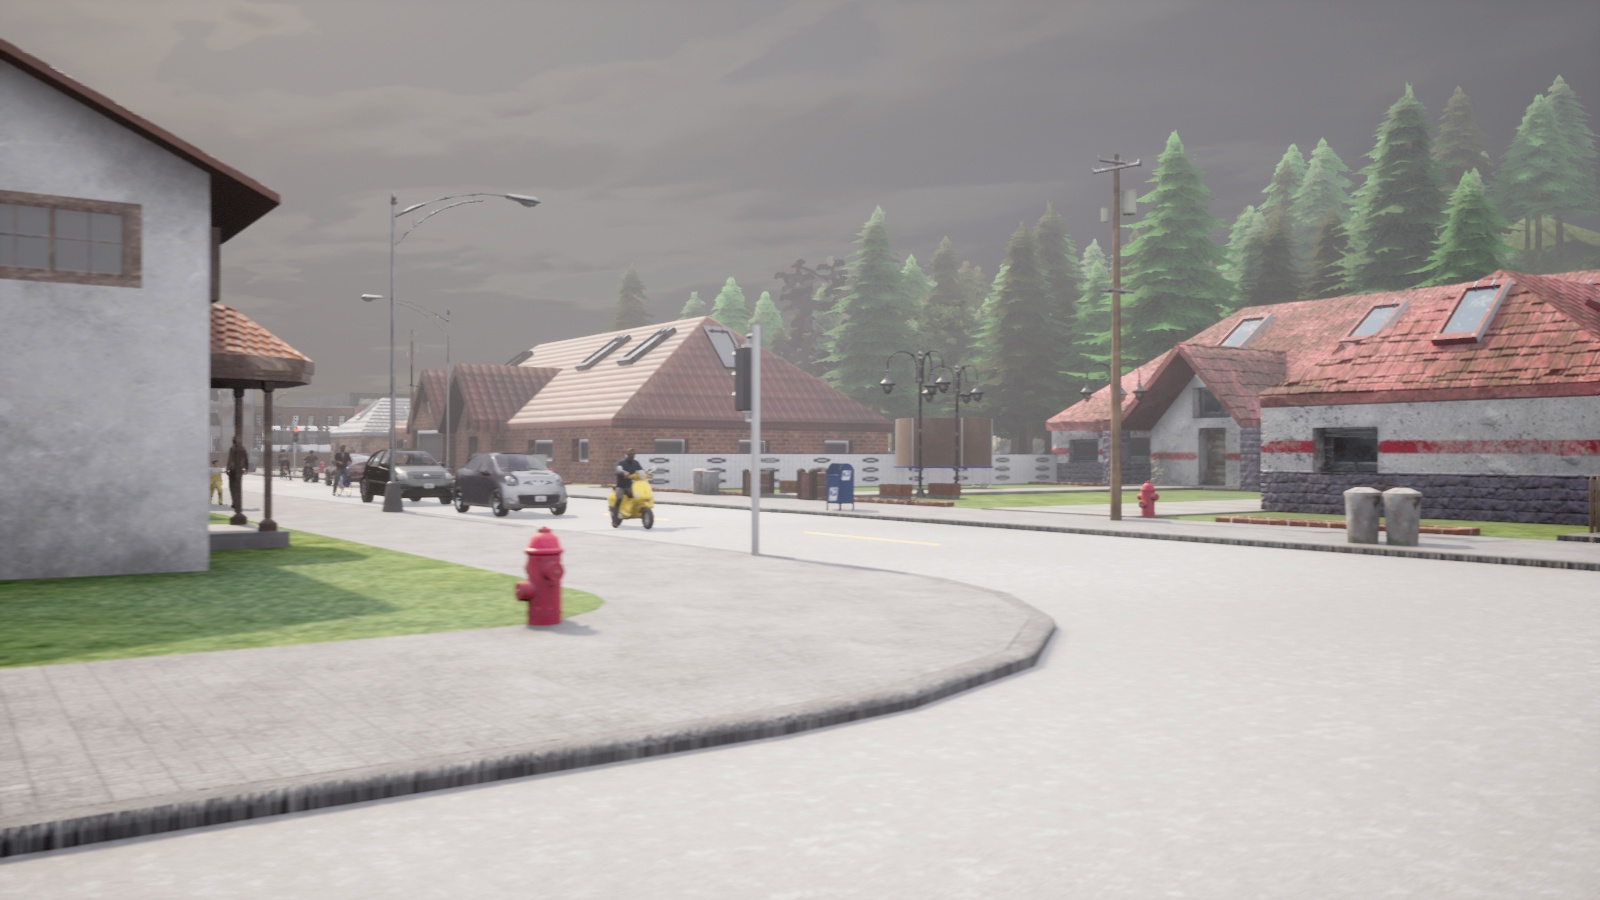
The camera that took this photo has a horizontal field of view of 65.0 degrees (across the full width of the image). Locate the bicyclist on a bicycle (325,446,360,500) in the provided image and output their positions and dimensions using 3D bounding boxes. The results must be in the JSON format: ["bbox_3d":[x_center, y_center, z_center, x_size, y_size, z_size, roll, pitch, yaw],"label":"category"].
[{"bbox_3d":[-15.277,0.750,41.935,0.659,1.776,1.843,0,0,-35],"label":"bicyclist on a bicycle"}]

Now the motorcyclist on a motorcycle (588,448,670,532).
[{"bbox_3d":[-3.396,0.766,24.876,0.866,1.590,1.817,0,0,-35],"label":"motorcyclist on a motorcycle"}]

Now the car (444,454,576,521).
[{"bbox_3d":[-6.983,0.847,30.034,1.845,1.501,3.633,0,0,-35],"label":"car"}]

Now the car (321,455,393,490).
[{"bbox_3d":[-19.369,0.946,54.802,1.812,1.442,4.674,0,0,-35],"label":"car"}]

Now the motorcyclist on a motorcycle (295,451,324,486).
[{"bbox_3d":[-24.028,0.897,61.486,0.766,1.649,2.350,0,0,-35],"label":"motorcyclist on a motorcycle"}]

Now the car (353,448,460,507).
[{"bbox_3d":[-11.491,0.757,36.504,1.851,1.617,3.988,0,0,-35],"label":"car"}]

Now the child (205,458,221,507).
[{"bbox_3d":[-15.244,0.847,32.609,0.270,1.263,0.437,0,0,-42],"label":"child"}]

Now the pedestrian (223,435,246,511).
[{"bbox_3d":[-13.789,0.559,30.602,0.331,1.846,0.634,0,0,-42],"label":"pedestrian"}]
